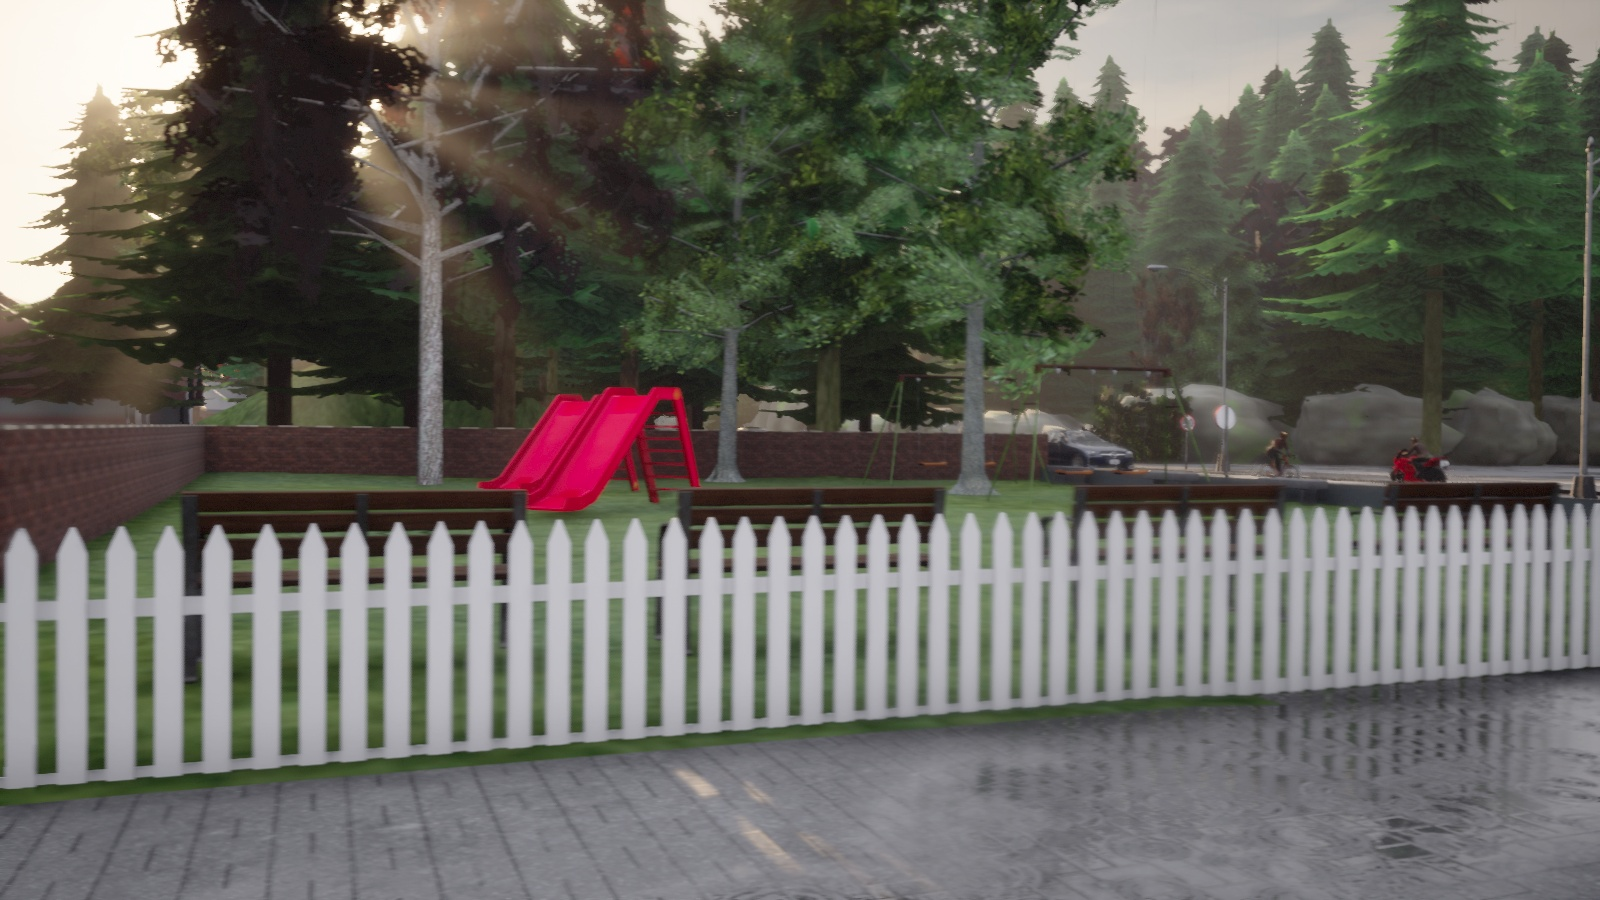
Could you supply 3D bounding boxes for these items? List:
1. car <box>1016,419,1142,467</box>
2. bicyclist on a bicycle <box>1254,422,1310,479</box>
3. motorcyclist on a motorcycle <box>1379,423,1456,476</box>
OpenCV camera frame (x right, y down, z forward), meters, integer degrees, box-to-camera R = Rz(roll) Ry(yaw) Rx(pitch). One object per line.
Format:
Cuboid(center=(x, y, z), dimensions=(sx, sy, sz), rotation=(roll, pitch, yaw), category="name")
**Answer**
Cuboid(center=(10.249, -0.293, 46.613), dimensions=(2.152, 1.651, 5.027), rotation=(-1, 1, -21), category="car")
Cuboid(center=(14.061, 0.002, 36.670), dimensions=(0.582, 1.620, 1.656), rotation=(-1, 1, -21), category="bicyclist on a bicycle")
Cuboid(center=(18.200, -0.020, 37.045), dimensions=(0.797, 1.523, 2.044), rotation=(-1, 1, -21), category="motorcyclist on a motorcycle")
